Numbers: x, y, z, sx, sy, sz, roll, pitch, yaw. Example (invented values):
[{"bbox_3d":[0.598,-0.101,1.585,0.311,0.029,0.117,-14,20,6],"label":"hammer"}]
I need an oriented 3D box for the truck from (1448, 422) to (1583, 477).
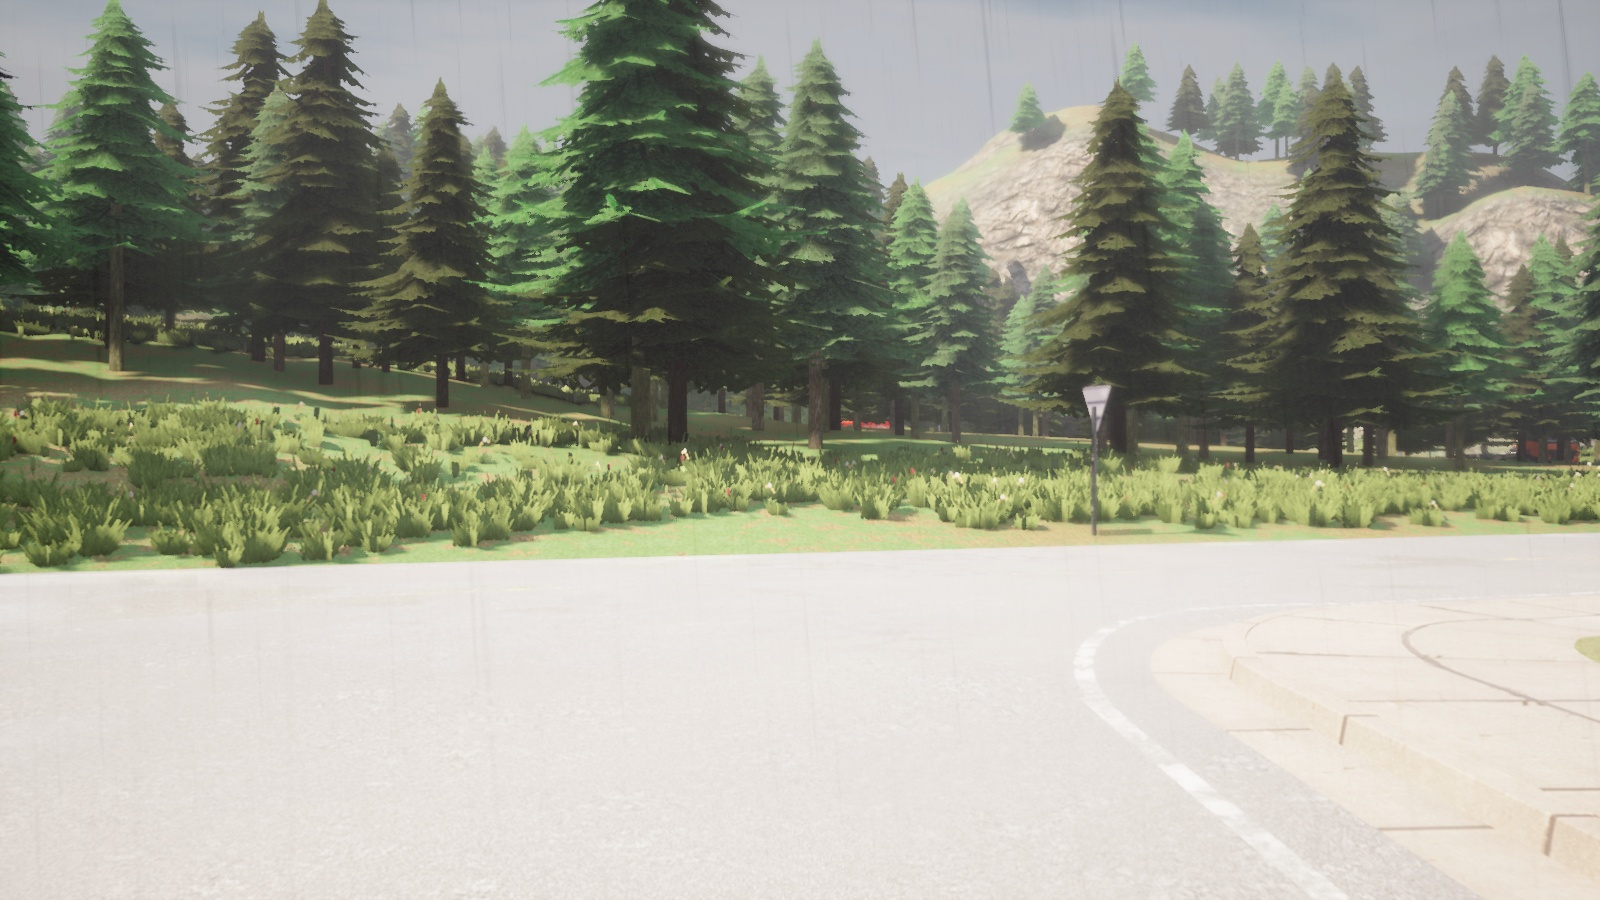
[{"bbox_3d":[47.039,-0.035,82.860,2.891,3.462,7.936,0,0,-17],"label":"truck"}]
